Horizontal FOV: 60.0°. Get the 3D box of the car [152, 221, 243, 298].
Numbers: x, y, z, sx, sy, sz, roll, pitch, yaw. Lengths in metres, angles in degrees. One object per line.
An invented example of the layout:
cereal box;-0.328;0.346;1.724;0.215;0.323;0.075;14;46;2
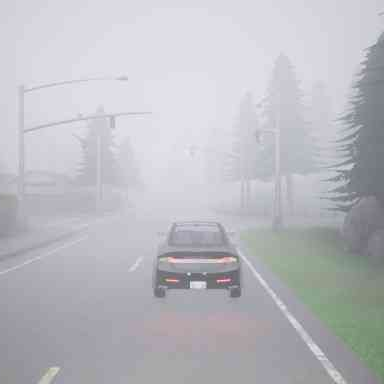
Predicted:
car;0.118;1.491;8.517;2.128;1.511;4.902;0;0;0
